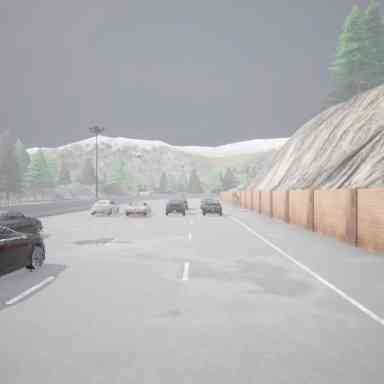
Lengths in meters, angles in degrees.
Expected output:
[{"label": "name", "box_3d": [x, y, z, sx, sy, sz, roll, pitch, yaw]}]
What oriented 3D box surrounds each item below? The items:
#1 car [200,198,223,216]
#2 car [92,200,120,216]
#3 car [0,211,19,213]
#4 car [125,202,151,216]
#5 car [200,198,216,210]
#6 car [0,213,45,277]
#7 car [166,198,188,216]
[{"label": "car", "box_3d": [1.929, 1.491, 32.730, 2.128, 1.511, 4.902, 0, 0, 1]}, {"label": "car", "box_3d": [-8.572, 1.526, 33.047, 1.812, 1.442, 4.674, 0, 0, 1]}, {"label": "car", "box_3d": [-8.754, 1.564, 15.535, 1.994, 1.385, 4.181, 0, 0, 1]}, {"label": "car", "box_3d": [-5.078, 1.600, 32.024, 1.895, 1.301, 4.718, 0, 0, 1]}, {"label": "car", "box_3d": [2.036, 1.525, 43.179, 1.812, 1.442, 4.674, 0, 0, 1]}, {"label": "car", "box_3d": [-5.333, 1.491, 8.043, 2.128, 1.511, 4.902, 0, 0, 1]}, {"label": "car", "box_3d": [-1.570, 1.505, 32.917, 1.837, 1.490, 4.892, 0, 0, 0]}]
